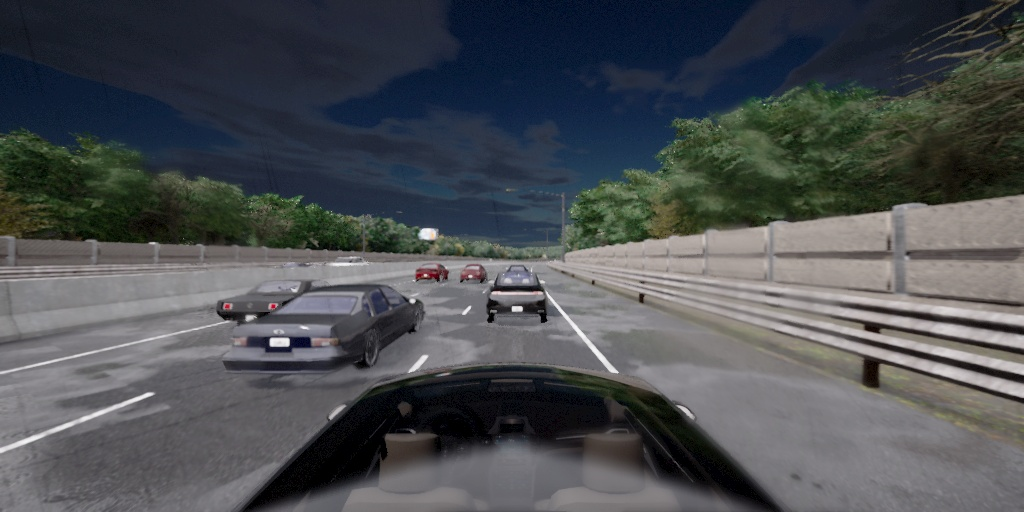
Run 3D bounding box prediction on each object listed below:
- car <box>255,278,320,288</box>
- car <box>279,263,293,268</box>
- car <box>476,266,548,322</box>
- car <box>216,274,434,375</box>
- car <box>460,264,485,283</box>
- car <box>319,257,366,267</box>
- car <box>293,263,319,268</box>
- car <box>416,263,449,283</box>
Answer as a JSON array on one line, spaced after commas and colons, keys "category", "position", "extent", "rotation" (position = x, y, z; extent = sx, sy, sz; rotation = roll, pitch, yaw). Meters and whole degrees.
[{"category": "car", "position": [-6.838, 1.373, 11.704], "extent": [1.895, 1.301, 4.718], "rotation": [0, 0, 1]}, {"category": "car", "position": [-23.947, 1.449, 39.541], "extent": [2.033, 1.411, 5.357], "rotation": [0, 0, 2]}, {"category": "car", "position": [0.172, 1.270, 12.387], "extent": [2.128, 1.511, 4.902], "rotation": [0, 0, 1]}, {"category": "car", "position": [-3.369, 1.309, 7.735], "extent": [2.033, 1.411, 5.357], "rotation": [0, 0, 0]}, {"category": "car", "position": [-3.050, 1.387, 29.204], "extent": [1.812, 1.442, 4.674], "rotation": [0, 0, 1]}, {"category": "car", "position": [-17.025, 1.117, 36.936], "extent": [2.150, 2.045, 5.566], "rotation": [0, -1, 2]}, {"category": "car", "position": [-20.496, 1.497, 37.955], "extent": [1.895, 1.301, 4.718], "rotation": [0, 0, 2]}, {"category": "car", "position": [-6.523, 1.339, 29.808], "extent": [1.882, 1.535, 5.008], "rotation": [0, 0, 1]}]
